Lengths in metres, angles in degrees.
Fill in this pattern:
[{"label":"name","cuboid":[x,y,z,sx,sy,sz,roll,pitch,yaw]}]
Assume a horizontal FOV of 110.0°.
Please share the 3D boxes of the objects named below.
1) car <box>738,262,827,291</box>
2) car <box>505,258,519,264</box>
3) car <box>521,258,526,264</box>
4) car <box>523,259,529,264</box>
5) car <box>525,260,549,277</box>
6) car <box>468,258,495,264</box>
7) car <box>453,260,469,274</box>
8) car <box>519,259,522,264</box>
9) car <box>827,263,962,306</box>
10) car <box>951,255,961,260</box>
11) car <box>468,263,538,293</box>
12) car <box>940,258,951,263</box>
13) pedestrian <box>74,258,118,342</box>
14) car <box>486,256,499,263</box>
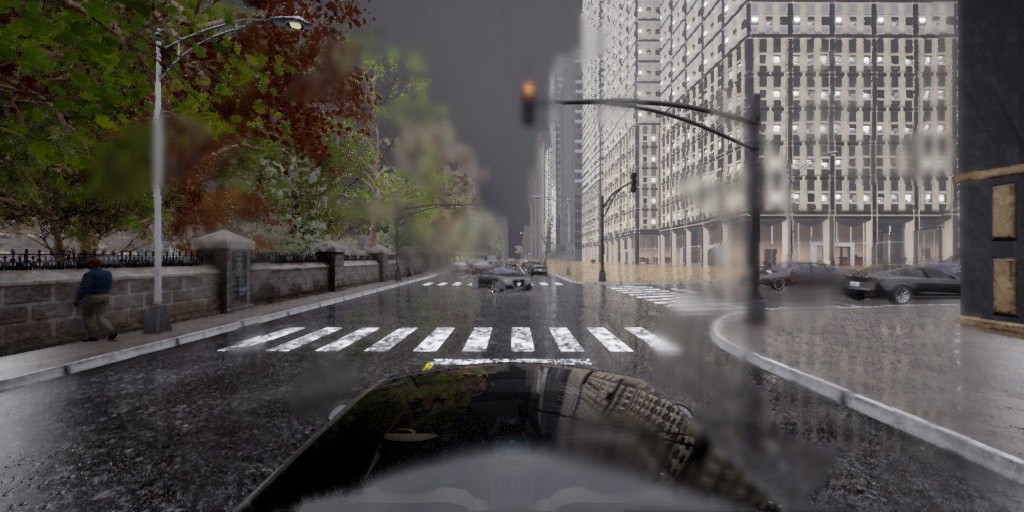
[{"label":"car","cuboid":[15.107,1.025,18.958,5.357,1.411,2.033,-1,0,0]},{"label":"car","cuboid":[-0.116,1.294,62.551,1.837,1.490,4.892,0,0,0]},{"label":"car","cuboid":[2.604,1.338,46.985,1.948,1.339,4.313,0,0,0]},{"label":"car","cuboid":[2.615,1.334,41.353,1.948,1.339,4.313,0,0,0]},{"label":"car","cuboid":[2.625,1.330,35.720,1.948,1.339,4.313,0,0,0]},{"label":"car","cuboid":[-3.167,1.243,38.206,1.882,1.535,5.008,0,0,0]},{"label":"car","cuboid":[-5.766,1.350,41.337,1.802,1.307,4.207,0,0,0]},{"label":"car","cuboid":[2.573,1.336,63.883,1.888,1.381,4.507,0,0,0]},{"label":"car","cuboid":[14.663,1.026,13.160,4.313,1.339,1.948,0,0,0]},{"label":"car","cuboid":[23.252,0.816,15.822,4.902,1.511,2.128,-1,0,0]},{"label":"car","cuboid":[-0.661,1.320,20.931,1.994,1.385,4.181,0,0,-31]},{"label":"car","cuboid":[24.505,0.669,19.025,4.553,1.767,2.097,-1,0,0]},{"label":"pedestrian","cuboid":[-8.877,0.892,7.656,0.375,1.860,0.375,0,0,0]},{"label":"car","cuboid":[-3.187,1.003,55.267,2.150,2.045,5.566,0,0,0]}]
